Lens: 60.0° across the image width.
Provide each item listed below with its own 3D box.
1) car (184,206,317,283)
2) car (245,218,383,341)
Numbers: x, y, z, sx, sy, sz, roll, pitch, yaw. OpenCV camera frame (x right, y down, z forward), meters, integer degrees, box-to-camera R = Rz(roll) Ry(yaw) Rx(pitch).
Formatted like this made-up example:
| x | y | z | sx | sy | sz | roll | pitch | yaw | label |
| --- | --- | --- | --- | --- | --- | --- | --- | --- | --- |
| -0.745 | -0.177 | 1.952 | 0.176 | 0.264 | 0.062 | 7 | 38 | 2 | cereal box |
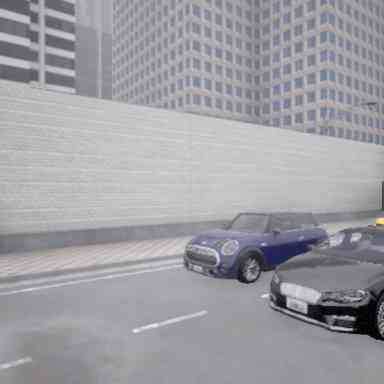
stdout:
| x | y | z | sx | sy | sz | roll | pitch | yaw | label |
| --- | --- | --- | --- | --- | --- | --- | --- | --- | --- |
| 1.985 | 1.334 | 9.701 | 4.553 | 1.767 | 2.097 | 0 | 0 | -35 | car |
| 3.611 | 1.474 | 6.562 | 4.902 | 1.511 | 2.128 | 0 | 0 | -35 | car |
